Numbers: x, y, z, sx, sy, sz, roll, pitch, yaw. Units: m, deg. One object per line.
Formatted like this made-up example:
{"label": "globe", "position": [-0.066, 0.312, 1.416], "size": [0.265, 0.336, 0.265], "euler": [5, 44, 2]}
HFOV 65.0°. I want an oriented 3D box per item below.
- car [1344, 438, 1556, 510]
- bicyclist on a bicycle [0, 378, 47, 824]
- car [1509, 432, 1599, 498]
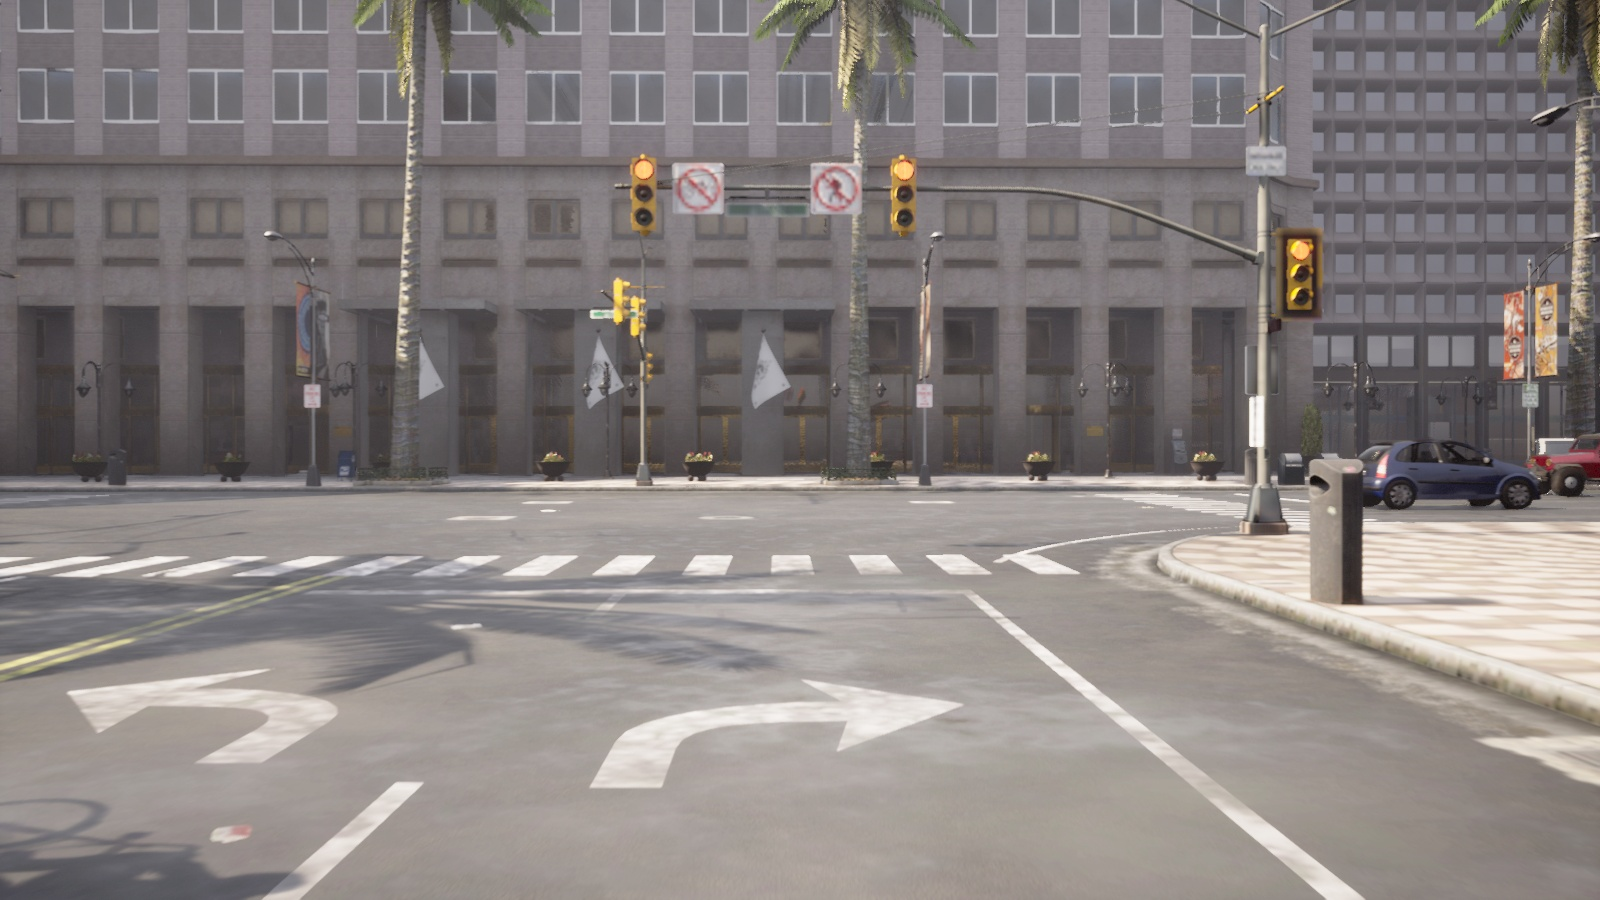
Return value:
{"label": "car", "position": [15.095, 0.540, 29.321], "size": [3.988, 1.617, 1.851], "euler": [0, 0, 0]}
{"label": "bicyclist on a bicycle", "position": [-3.505, 0.598, 4.377], "size": [0.659, 1.776, 1.843], "euler": [0, 0, 0]}
{"label": "car", "position": [22.989, 0.420, 36.320], "size": [3.866, 1.878, 1.905], "euler": [0, 0, 1]}
